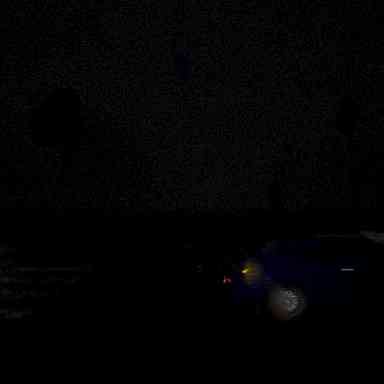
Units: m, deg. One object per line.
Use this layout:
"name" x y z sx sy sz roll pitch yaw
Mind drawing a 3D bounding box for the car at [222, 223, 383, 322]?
"car" 2.939 1.488 6.525 4.674 1.442 1.812 -1 0 1
